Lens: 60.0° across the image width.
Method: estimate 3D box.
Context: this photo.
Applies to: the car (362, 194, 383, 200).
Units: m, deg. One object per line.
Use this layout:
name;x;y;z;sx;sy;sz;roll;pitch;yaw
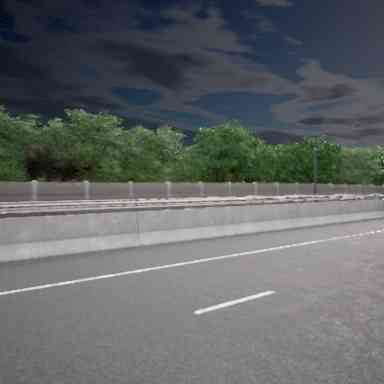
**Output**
car;27.275;1.026;49.172;5.357;1.411;2.033;0;0;-35
